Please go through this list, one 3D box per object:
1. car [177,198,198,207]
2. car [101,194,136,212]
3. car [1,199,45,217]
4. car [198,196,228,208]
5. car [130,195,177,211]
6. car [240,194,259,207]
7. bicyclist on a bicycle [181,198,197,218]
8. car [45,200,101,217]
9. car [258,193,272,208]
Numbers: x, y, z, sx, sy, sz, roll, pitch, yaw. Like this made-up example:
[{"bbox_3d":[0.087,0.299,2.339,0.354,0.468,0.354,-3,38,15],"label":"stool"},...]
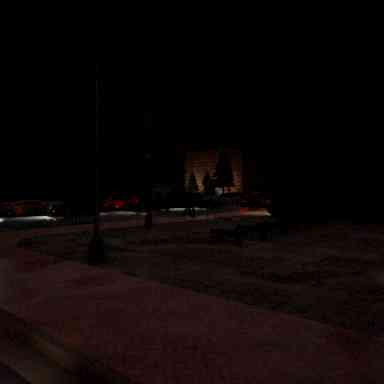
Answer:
[{"bbox_3d":[-1.922,1.547,47.993,2.033,1.411,5.357,0,0,40],"label":"car"},{"bbox_3d":[-8.977,1.221,39.646,2.150,2.045,5.566,0,0,41],"label":"car"},{"bbox_3d":[-15.872,1.478,31.496,1.882,1.535,5.008,0,0,40],"label":"car"},{"bbox_3d":[2.664,1.601,47.977,1.895,1.301,4.718,0,0,40],"label":"car"},{"bbox_3d":[-4.491,1.478,39.532,1.882,1.535,5.008,0,0,40],"label":"car"},{"bbox_3d":[9.121,1.505,50.010,1.837,1.490,4.892,0,0,41],"label":"car"},{"bbox_3d":[-0.264,1.301,26.744,1.656,1.620,0.582,0,0,40],"label":"bicyclist on a bicycle"},{"bbox_3d":[-11.220,1.564,31.569,1.994,1.385,4.181,0,0,40],"label":"car"},{"bbox_3d":[12.014,1.352,48.004,2.097,1.767,4.553,0,0,41],"label":"car"}]
